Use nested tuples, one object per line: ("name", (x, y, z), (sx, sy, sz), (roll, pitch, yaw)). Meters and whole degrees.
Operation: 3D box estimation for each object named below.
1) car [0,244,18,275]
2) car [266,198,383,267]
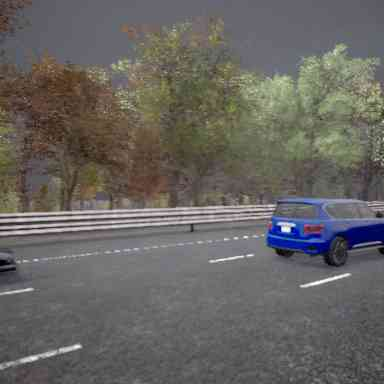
("car", (-6.954, 1.545, 7.386), (5.357, 1.411, 2.033), (0, 0, -36))
("car", (5.030, 1.227, 11.640), (5.566, 2.045, 2.150), (0, 0, -36))
